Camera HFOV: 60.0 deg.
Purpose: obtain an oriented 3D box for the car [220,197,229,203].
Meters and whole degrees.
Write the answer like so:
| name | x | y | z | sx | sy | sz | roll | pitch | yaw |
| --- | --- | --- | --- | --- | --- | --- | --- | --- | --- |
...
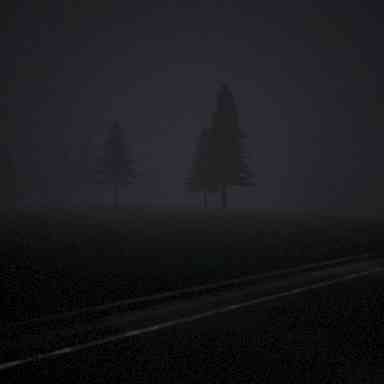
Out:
| name | x | y | z | sx | sy | sz | roll | pitch | yaw |
| --- | --- | --- | --- | --- | --- | --- | --- | --- | --- |
| car | 5.897 | 1.768 | 71.844 | 2.097 | 1.767 | 4.553 | 1 | 0 | -36 |

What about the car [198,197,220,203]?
| name | x | y | z | sx | sy | sz | roll | pitch | yaw |
| --- | --- | --- | --- | --- | --- | --- | --- | --- | --- |
| car | 3.077 | 1.858 | 69.769 | 1.882 | 1.535 | 5.008 | 1 | 0 | -36 |
